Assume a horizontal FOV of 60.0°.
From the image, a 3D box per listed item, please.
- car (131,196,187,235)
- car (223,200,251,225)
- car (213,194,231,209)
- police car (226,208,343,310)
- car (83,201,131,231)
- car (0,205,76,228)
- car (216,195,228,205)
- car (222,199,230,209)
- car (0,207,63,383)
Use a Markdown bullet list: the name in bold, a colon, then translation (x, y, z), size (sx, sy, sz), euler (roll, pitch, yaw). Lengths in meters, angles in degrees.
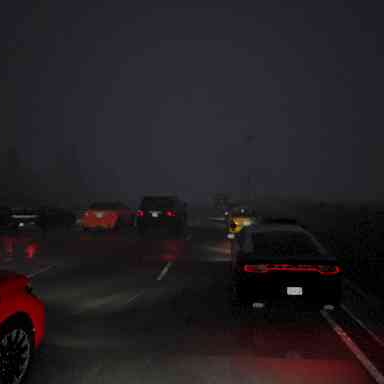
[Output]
- **car**: translation (-1.596, 1.221, 19.108), size (2.150, 2.045, 5.566), euler (0, 0, 5)
- **car**: translation (2.783, 1.453, 18.090), size (1.801, 1.575, 5.366), euler (0, 0, 5)
- **car**: translation (3.975, 1.216, 44.013), size (2.150, 2.045, 5.566), euler (0, 0, 5)
- **police car**: translation (1.913, 1.424, 8.047), size (1.930, 1.638, 5.238), euler (0, 0, 5)
- **car**: translation (-4.974, 1.349, 20.653), size (2.097, 1.767, 4.553), euler (0, 0, 5)
- **car**: translation (-8.580, 1.486, 19.595), size (2.128, 1.511, 4.902), euler (0, 0, 5)
- **car**: translation (5.222, 1.345, 58.413), size (2.097, 1.767, 4.553), euler (0, 0, 5)
- **car**: translation (3.284, 1.503, 23.878), size (1.837, 1.490, 4.892), euler (0, 0, 5)
- **car**: translation (-3.079, 1.213, 1.859), size (2.150, 2.045, 5.566), euler (0, -1, 4)
